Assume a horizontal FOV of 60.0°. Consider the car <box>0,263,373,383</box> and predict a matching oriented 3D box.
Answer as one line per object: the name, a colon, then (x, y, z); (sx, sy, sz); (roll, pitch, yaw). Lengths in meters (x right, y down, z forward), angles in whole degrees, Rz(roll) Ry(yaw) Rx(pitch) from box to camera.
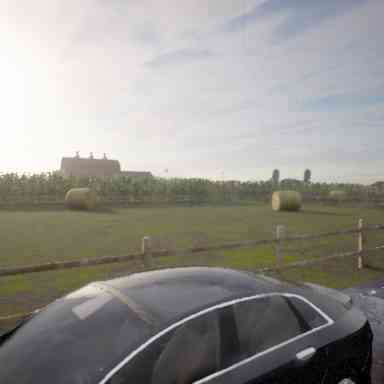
car: (-0.338, 1.509, 2.829); (4.892, 1.490, 1.837); (1, 0, -36)
